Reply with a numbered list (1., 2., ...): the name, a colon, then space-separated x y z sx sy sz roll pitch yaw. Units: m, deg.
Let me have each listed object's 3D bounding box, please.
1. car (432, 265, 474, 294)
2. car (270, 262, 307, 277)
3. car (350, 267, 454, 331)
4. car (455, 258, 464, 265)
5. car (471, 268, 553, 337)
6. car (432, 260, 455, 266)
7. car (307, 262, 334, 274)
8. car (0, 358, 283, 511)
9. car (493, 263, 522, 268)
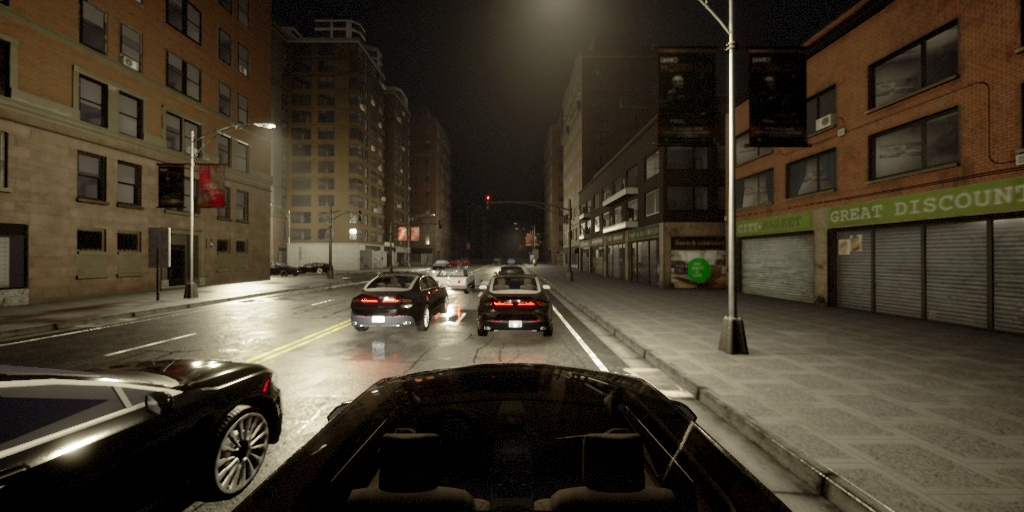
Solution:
1. car: -3.190 1.351 20.238 1.895 1.301 4.718 0 0 0
2. car: -22.611 1.311 34.519 4.181 1.385 1.994 0 0 0
3. car: -3.170 1.255 10.926 1.837 1.490 4.892 0 0 0
4. car: -9.949 1.370 61.517 1.895 1.301 4.718 0 0 0
5. car: 0.081 1.255 10.335 1.837 1.490 4.892 0 0 0
6. car: -9.951 1.310 50.897 2.033 1.411 5.357 0 0 0
7. car: -22.229 1.342 40.000 4.313 1.339 1.948 0 0 0
8. car: -3.153 1.242 1.538 2.128 1.511 4.902 0 0 0
9. car: -0.036 1.276 19.592 1.812 1.442 4.674 0 0 0
